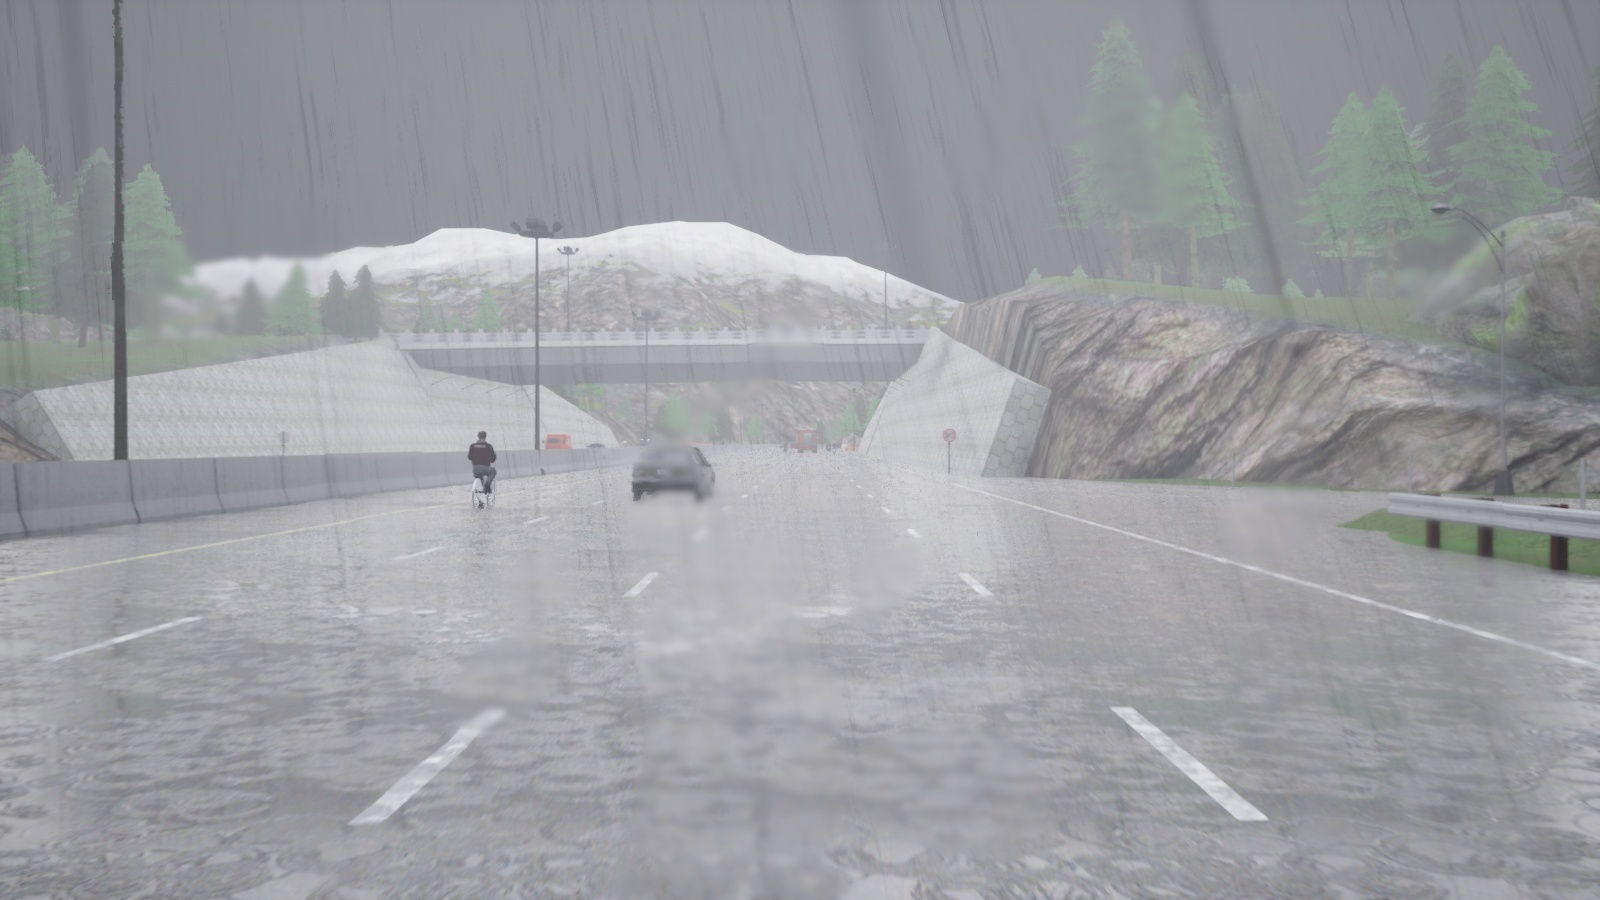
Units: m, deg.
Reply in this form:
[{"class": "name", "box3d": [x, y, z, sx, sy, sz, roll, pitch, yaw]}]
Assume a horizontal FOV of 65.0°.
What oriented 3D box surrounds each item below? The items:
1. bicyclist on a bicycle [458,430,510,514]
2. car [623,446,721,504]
[{"class": "bicyclist on a bicycle", "box3d": [-6.830, 0.458, 27.234, 0.659, 1.776, 1.843, 0, 0, 0]}, {"class": "car", "box3d": [-3.295, 0.603, 33.428, 2.033, 1.411, 5.357, 0, 0, 0]}]
